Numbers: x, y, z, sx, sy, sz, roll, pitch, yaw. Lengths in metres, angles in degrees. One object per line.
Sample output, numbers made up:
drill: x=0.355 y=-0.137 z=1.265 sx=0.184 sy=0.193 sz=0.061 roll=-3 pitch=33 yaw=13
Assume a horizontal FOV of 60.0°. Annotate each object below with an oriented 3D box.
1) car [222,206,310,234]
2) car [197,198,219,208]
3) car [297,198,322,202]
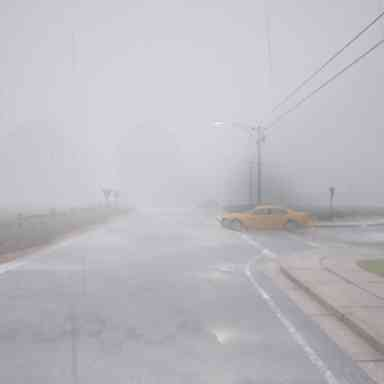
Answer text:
car: x=4.272 y=1.560 z=19.595 sx=5.008 sy=1.535 sz=1.882 roll=0 pitch=0 yaw=10
car: x=2.497 y=1.713 z=53.170 sx=1.812 sy=1.442 sz=4.674 roll=0 pitch=0 yaw=35
car: x=21.190 y=1.725 z=59.474 sx=5.008 sy=1.535 sz=1.882 roll=0 pitch=0 yaw=-3
